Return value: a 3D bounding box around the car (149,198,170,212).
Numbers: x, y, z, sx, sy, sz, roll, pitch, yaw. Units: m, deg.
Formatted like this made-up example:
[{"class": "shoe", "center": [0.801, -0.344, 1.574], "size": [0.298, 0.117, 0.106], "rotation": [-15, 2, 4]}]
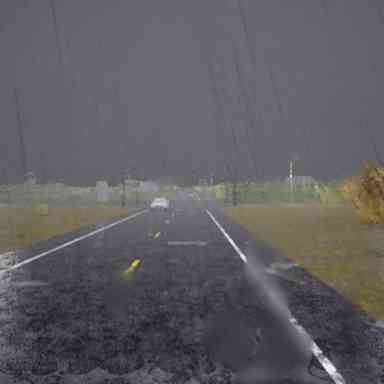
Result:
[{"class": "car", "center": [-3.522, 1.387, 37.352], "size": [1.812, 1.442, 4.674], "rotation": [0, 0, 0]}]
